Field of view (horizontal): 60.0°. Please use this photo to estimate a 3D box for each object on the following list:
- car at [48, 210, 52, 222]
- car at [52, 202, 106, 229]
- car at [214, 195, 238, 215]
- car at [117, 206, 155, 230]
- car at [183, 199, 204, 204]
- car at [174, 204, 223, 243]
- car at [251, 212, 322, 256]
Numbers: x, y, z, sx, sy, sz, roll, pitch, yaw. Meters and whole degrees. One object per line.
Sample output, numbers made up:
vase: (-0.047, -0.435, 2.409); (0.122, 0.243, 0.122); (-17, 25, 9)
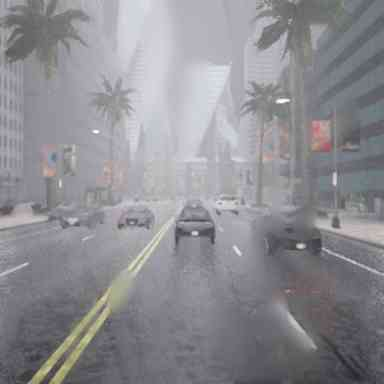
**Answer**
car: (-10.039, 1.565, 27.195); (2.231, 1.521, 4.892); (0, 0, 0)
car: (-7.060, 1.560, 22.054); (2.128, 1.511, 4.902); (0, 0, 0)
car: (3.664, 1.349, 36.200); (2.150, 2.045, 5.566); (0, 0, 0)
car: (-3.561, 1.635, 21.709); (1.994, 1.385, 4.181); (0, 0, 0)
car: (0.163, 1.473, 35.387); (2.097, 1.767, 4.553); (0, 0, 0)
car: (0.128, 1.548, 16.501); (2.128, 1.511, 4.902); (0, 0, 0)
car: (3.622, 1.555, 13.454); (1.837, 1.490, 4.892); (0, 0, 0)
